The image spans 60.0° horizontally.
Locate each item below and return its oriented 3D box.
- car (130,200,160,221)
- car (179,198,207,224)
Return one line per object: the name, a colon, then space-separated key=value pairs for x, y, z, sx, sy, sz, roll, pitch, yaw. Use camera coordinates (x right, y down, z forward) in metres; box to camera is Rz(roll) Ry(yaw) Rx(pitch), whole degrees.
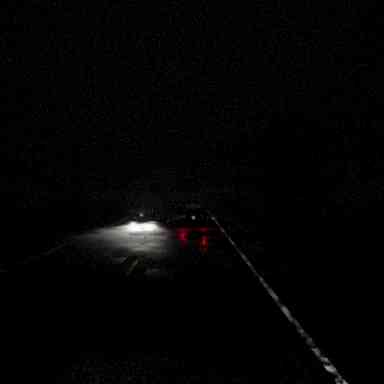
car: x=-3.608 y=1.378 z=26.189 sx=2.128 sy=1.511 sz=4.902 roll=0 pitch=0 yaw=0
car: x=0.088 y=1.424 z=23.459 sx=1.812 sy=1.442 sz=4.674 roll=0 pitch=0 yaw=0
